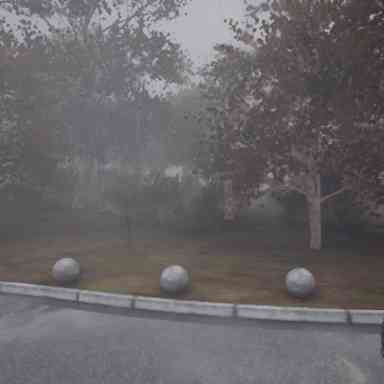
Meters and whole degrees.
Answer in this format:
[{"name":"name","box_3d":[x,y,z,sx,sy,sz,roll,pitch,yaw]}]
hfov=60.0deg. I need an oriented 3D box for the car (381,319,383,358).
[{"name":"car","box_3d":[4.608,1.364,3.619,4.553,1.767,2.097,0,0,-5]}]
